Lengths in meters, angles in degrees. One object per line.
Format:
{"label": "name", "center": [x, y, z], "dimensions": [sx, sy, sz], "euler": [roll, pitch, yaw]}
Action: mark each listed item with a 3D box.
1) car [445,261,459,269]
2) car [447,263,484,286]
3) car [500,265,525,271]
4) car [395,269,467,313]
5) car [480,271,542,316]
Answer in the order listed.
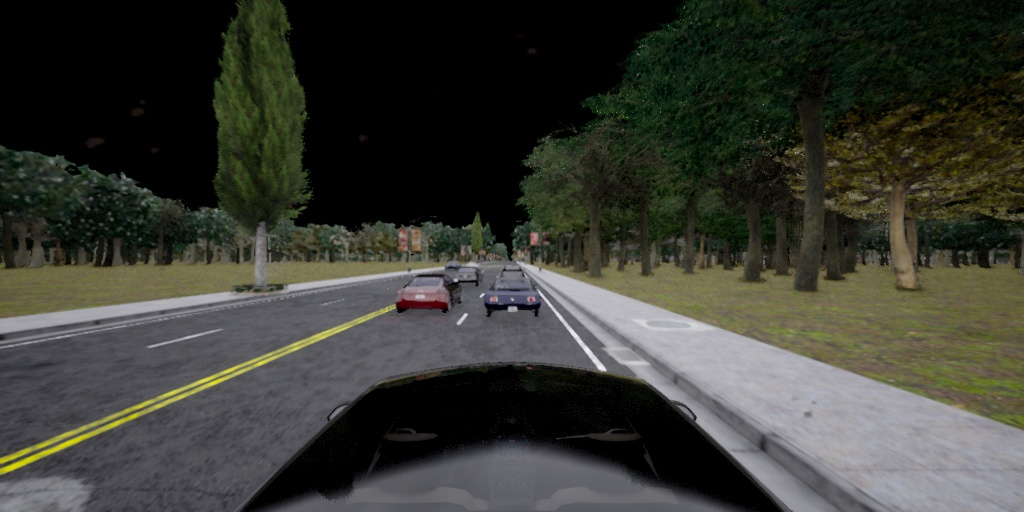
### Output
{"label": "car", "center": [-9.799, 1.562, 59.644], "dimensions": [2.097, 1.767, 4.553], "euler": [0, 0, 0]}
{"label": "car", "center": [-3.220, 1.483, 27.213], "dimensions": [2.033, 1.411, 5.357], "euler": [0, 0, 0]}
{"label": "car", "center": [0.048, 1.445, 29.364], "dimensions": [2.128, 1.511, 4.902], "euler": [0, 0, 0]}
{"label": "car", "center": [-3.201, 1.404, 14.563], "dimensions": [1.994, 1.385, 4.181], "euler": [0, 0, 0]}
{"label": "car", "center": [0.041, 1.434, 13.735], "dimensions": [1.895, 1.301, 4.718], "euler": [0, 0, 0]}
